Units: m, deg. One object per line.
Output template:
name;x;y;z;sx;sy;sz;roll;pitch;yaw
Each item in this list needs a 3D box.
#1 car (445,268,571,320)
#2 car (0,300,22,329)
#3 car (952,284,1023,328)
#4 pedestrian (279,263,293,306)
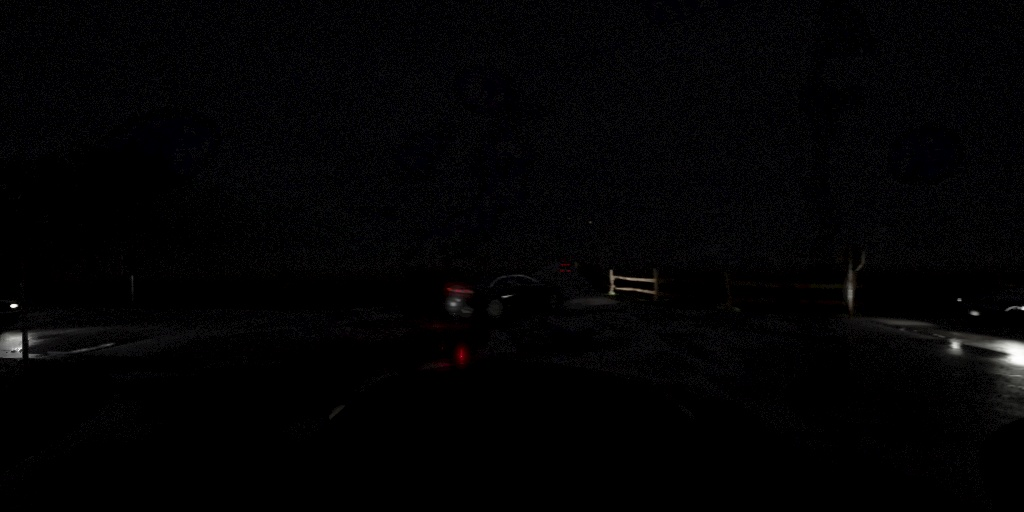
car;-0.130;1.351;13.259;4.902;1.511;2.128;0;0;-42
car;-17.490;1.648;10.597;4.718;1.301;1.895;-1;1;8
car;14.506;1.212;9.088;4.674;1.442;1.812;0;1;9
pedestrian;-9.835;1.204;15.542;0.375;1.860;0.375;-1;1;8
